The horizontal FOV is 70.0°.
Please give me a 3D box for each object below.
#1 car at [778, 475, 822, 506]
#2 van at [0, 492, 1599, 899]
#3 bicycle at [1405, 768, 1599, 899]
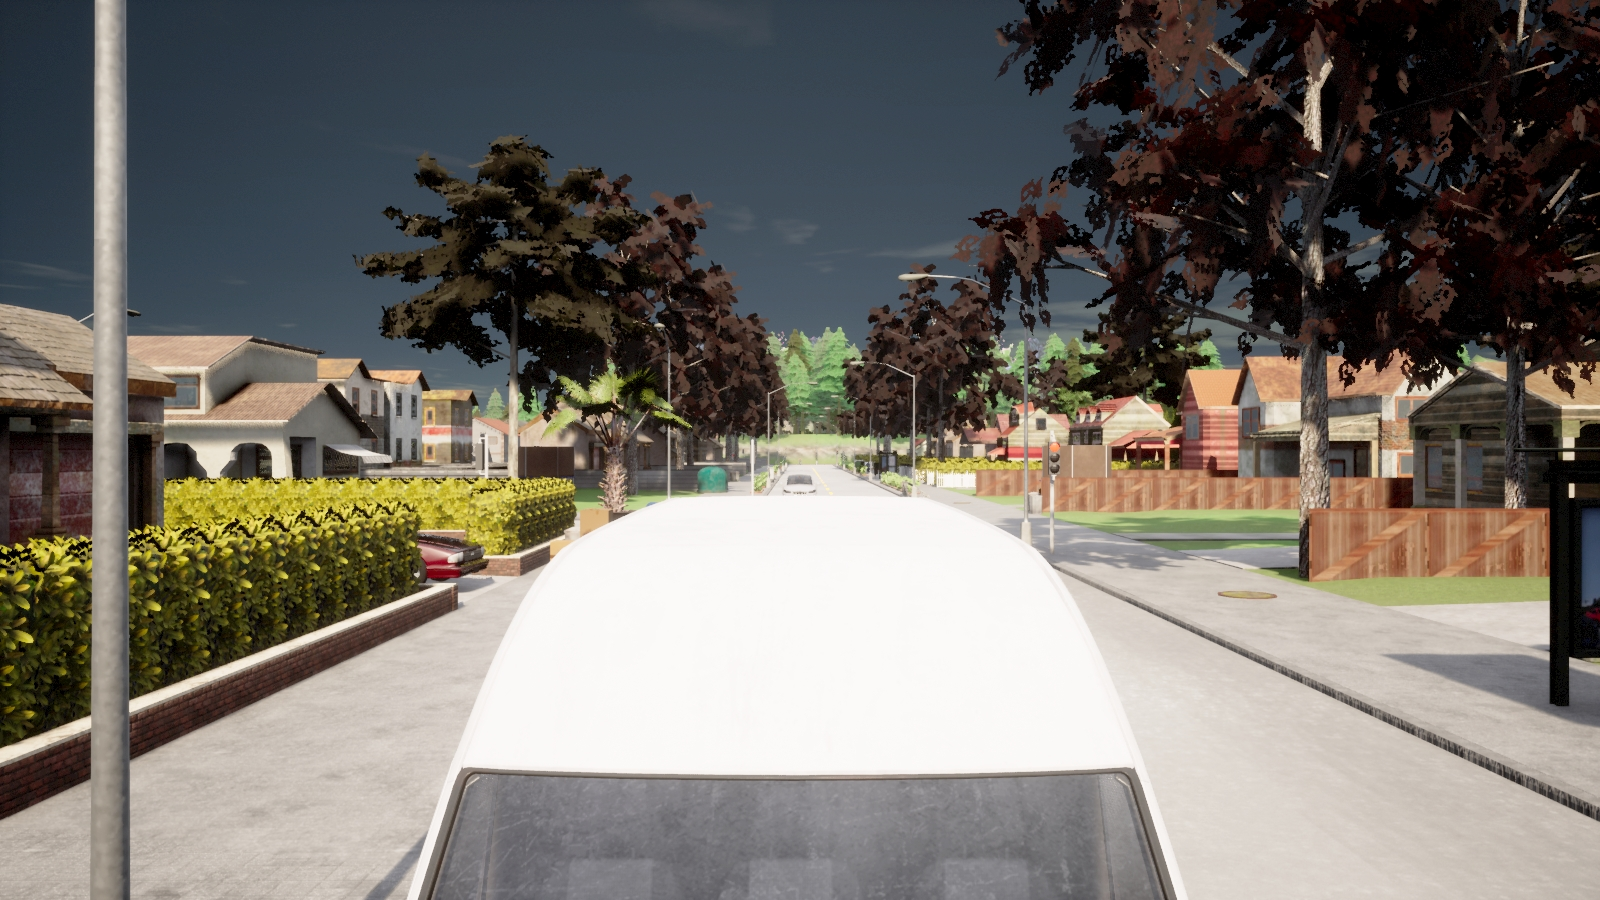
[{"bbox_3d":[-0.015,2.085,60.101,2.231,1.480,4.892,0,0,0],"label":"car"},{"bbox_3d":[0.002,1.537,4.030,1.988,2.561,5.915,0,0,0],"label":"van"},{"bbox_3d":[2.687,2.062,3.843,0.329,1.471,1.835,0,0,0],"label":"bicycle"}]
